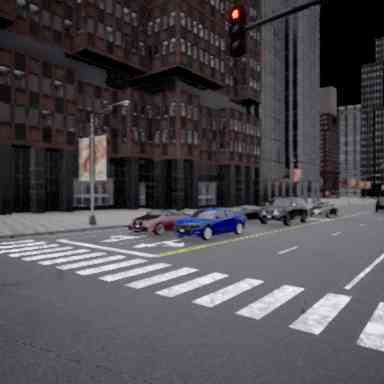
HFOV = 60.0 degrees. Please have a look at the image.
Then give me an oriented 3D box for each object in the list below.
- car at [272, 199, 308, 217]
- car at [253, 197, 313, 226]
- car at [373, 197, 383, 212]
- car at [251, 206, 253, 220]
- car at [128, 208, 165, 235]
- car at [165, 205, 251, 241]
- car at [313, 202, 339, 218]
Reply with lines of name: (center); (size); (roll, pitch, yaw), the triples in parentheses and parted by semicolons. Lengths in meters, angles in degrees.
car: (10.511, 1.619, 35.435); (2.097, 1.767, 4.553); (0, 0, 38)
car: (7.197, 1.423, 25.899); (2.150, 2.045, 5.566); (0, 0, 38)
car: (26.137, 1.633, 44.623); (2.150, 2.045, 5.566); (0, 0, 38)
car: (4.301, 1.791, 27.472); (1.895, 1.301, 4.718); (0, 0, 38)
car: (-1.747, 1.681, 19.698); (1.994, 1.385, 4.181); (0, 0, 38)
car: (1.039, 1.605, 17.991); (1.882, 1.535, 5.008); (0, 0, 38)
car: (13.516, 1.770, 34.000); (2.128, 1.511, 4.902); (0, 0, 38)
